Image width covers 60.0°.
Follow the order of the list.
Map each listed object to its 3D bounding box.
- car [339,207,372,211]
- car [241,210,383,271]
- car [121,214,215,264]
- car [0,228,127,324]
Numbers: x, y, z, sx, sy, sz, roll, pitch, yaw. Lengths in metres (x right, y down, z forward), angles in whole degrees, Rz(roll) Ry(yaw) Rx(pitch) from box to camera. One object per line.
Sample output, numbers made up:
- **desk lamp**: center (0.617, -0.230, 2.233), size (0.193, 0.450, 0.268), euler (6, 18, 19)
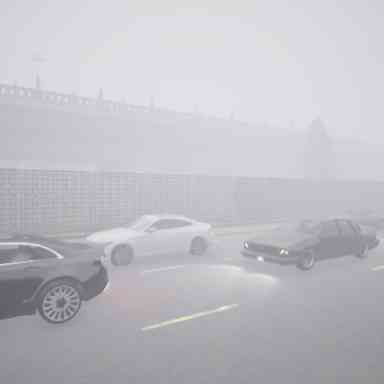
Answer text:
- **car**: center (9.016, 1.545, 18.706), size (4.181, 1.385, 1.994), euler (0, 0, -34)
- **car**: center (4.154, 1.537, 11.105), size (5.357, 1.411, 2.033), euler (0, 0, -35)
- **car**: center (-1.311, 1.519, 11.572), size (4.674, 1.442, 1.812), euler (0, 0, -35)
- **car**: center (-3.866, 1.491, 5.567), size (4.902, 1.511, 2.128), euler (0, 0, -35)
